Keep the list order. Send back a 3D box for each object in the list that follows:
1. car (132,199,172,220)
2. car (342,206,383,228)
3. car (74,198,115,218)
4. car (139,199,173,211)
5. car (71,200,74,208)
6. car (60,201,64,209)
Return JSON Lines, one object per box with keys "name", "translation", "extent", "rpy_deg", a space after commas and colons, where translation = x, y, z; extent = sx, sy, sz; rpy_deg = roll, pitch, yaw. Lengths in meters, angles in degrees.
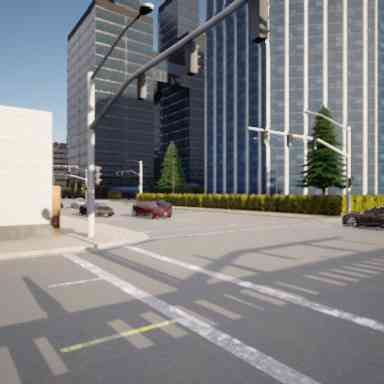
{"name": "car", "translation": [-3.636, 1.544, 29.668], "extent": [1.882, 1.535, 5.008], "rpy_deg": [0, 0, -36]}
{"name": "car", "translation": [11.740, 1.594, 20.392], "extent": [1.837, 1.490, 4.892], "rpy_deg": [0, 0, -36]}
{"name": "car", "translation": [-9.038, 1.611, 31.201], "extent": [2.033, 1.411, 5.357], "rpy_deg": [0, 0, -36]}
{"name": "car", "translation": [-4.733, 1.621, 43.388], "extent": [2.033, 1.411, 5.357], "rpy_deg": [0, 0, -36]}
{"name": "car", "translation": [-15.545, 1.592, 46.442], "extent": [1.812, 1.442, 4.674], "rpy_deg": [0, 0, -35]}
{"name": "car", "translation": [-18.842, 1.629, 45.052], "extent": [1.994, 1.385, 4.181], "rpy_deg": [0, 0, -36]}
